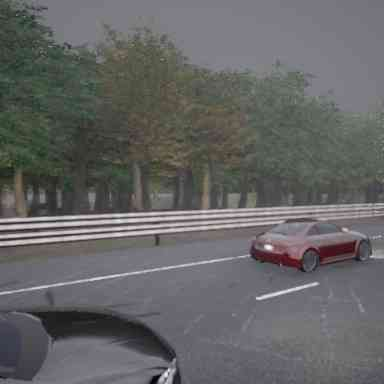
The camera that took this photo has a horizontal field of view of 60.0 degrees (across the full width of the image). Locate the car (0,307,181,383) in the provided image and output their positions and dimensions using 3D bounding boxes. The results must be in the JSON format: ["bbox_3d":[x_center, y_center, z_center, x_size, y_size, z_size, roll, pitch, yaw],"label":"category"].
[{"bbox_3d":[-2.311,1.490,2.056,4.902,1.511,2.128,0,0,-35],"label":"car"}]

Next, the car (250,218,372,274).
[{"bbox_3d":[3.844,1.542,10.585,4.181,1.385,1.994,0,0,-34],"label":"car"}]
